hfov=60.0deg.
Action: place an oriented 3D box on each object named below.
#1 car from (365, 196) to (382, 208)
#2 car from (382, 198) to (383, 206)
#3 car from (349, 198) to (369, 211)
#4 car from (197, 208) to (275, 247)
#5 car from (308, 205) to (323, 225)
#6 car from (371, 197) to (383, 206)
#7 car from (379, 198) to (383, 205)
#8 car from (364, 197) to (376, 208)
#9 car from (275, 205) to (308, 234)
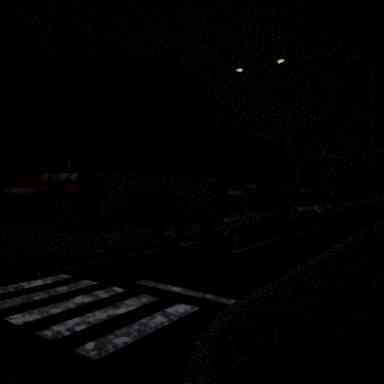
[{"bbox_3d":[28.068,1.576,52.454,2.192,1.841,5.009,0,0,35],"label":"car"},{"bbox_3d":[31.335,1.879,57.092,1.802,1.307,4.206,0,0,35],"label":"car"},{"bbox_3d":[21.533,1.776,43.173,1.802,1.307,4.206,0,0,35],"label":"car"},{"bbox_3d":[1.929,1.584,15.337,2.008,1.369,4.403,0,0,35],"label":"car"},{"bbox_3d":[8.463,1.662,24.617,1.802,1.307,4.206,0,0,35],"label":"car"},{"bbox_3d":[34.602,1.775,61.732,1.967,1.590,4.097,0,0,35],"label":"car"},{"bbox_3d":[41.039,1.941,70.871,1.752,1.417,4.829,0,-1,35],"label":"car"},{"bbox_3d":[24.702,1.751,47.674,1.752,1.417,4.829,0,0,35],"label":"car"},{"bbox_3d":[5.197,1.621,19.978,1.947,1.339,4.313,0,0,35],"label":"car"}]
